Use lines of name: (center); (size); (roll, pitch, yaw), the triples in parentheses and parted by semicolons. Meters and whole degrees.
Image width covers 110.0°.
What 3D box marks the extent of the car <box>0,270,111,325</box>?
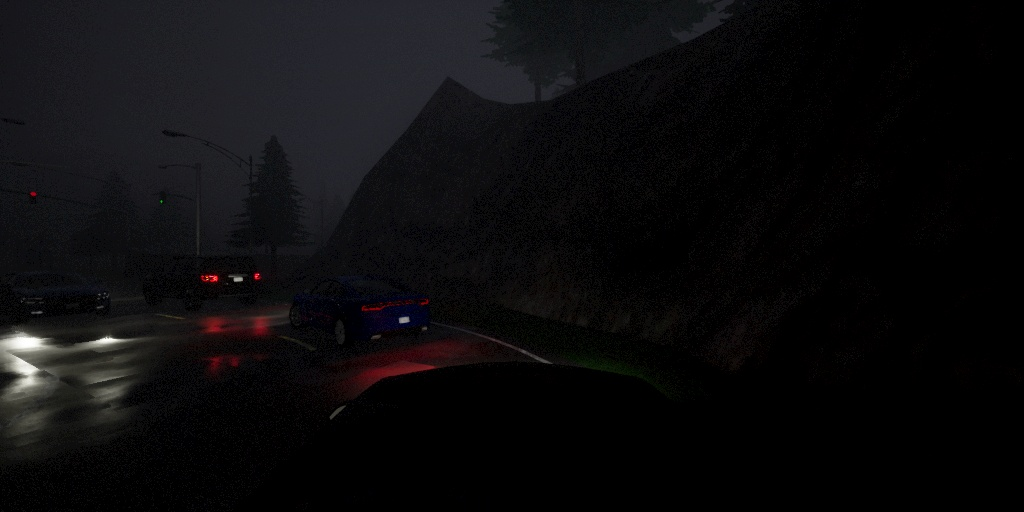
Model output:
car: (-15.421, 1.227, 11.944); (5.008, 1.535, 1.882); (0, 0, 28)

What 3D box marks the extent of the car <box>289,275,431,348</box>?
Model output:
car: (-4.129, 1.228, 9.418); (5.008, 1.535, 1.882); (0, 0, 43)

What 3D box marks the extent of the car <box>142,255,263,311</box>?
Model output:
car: (-12.648, 0.971, 14.647); (5.566, 2.045, 2.150); (0, 0, 27)
